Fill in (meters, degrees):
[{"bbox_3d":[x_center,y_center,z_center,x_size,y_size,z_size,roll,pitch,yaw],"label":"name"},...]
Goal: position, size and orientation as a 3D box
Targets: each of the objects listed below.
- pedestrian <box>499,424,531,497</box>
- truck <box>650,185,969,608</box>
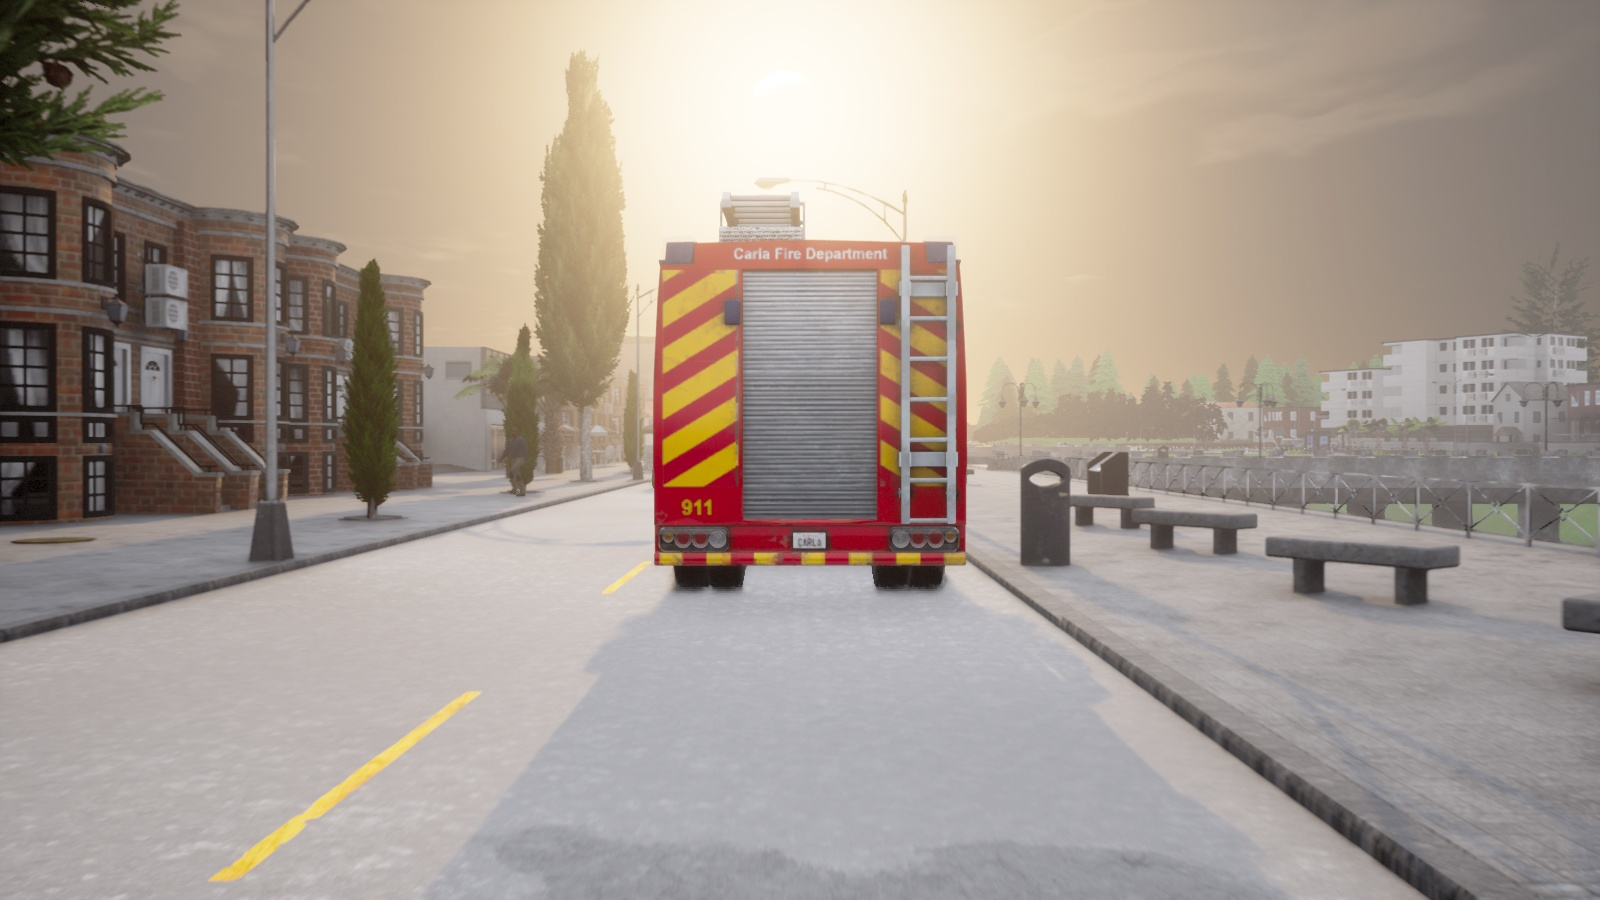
[{"bbox_3d":[-7.249,0.271,31.931,0.370,1.835,0.726,0,0,36],"label":"pedestrian"},{"bbox_3d":[0.104,-0.506,15.620,2.891,3.827,8.468,0,0,0],"label":"truck"}]
